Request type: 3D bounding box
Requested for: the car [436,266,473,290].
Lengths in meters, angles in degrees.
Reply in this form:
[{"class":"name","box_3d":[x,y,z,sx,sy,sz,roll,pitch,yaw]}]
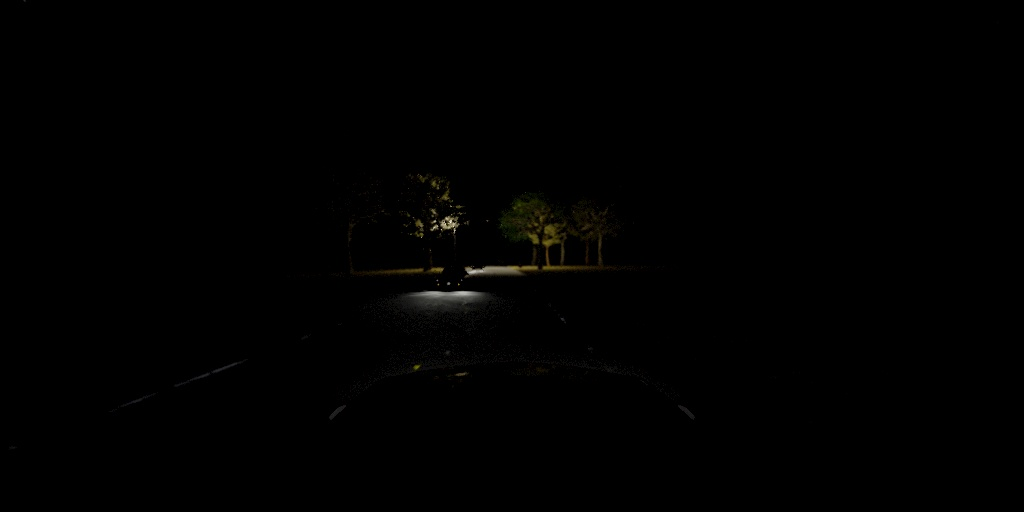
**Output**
[{"class":"car","box_3d":[-3.970,1.481,24.502,1.837,1.490,4.892,0,-1,-2]}]
